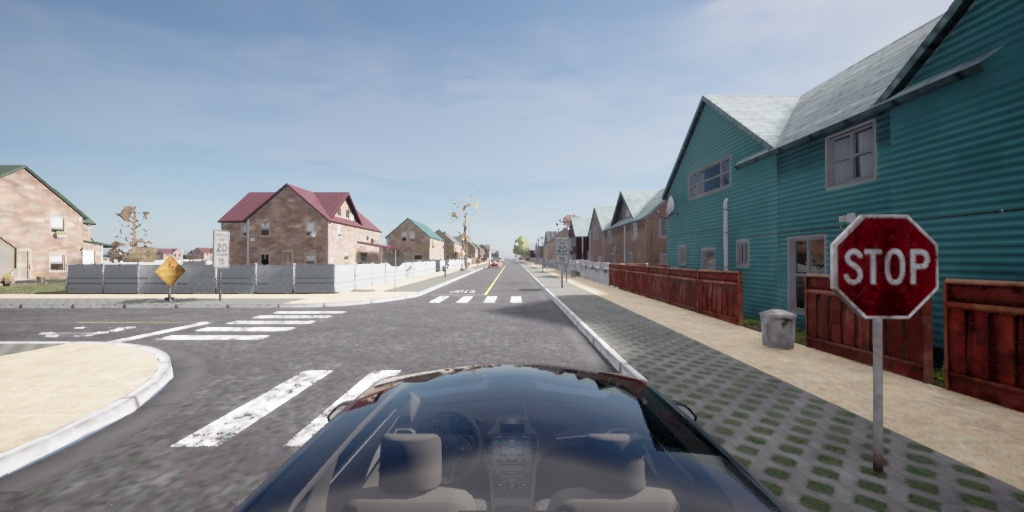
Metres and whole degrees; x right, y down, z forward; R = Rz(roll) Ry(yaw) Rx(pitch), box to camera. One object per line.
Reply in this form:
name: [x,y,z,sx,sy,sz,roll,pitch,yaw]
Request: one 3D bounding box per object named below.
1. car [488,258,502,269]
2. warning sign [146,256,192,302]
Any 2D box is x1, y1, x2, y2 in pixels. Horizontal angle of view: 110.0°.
car: [-2.750,1.186,58.774,2.097,1.767,4.553,0,0,0]
warning sign: [-14.000,0.909,14.649,1.060,1.860,1.300,0,0,0]
